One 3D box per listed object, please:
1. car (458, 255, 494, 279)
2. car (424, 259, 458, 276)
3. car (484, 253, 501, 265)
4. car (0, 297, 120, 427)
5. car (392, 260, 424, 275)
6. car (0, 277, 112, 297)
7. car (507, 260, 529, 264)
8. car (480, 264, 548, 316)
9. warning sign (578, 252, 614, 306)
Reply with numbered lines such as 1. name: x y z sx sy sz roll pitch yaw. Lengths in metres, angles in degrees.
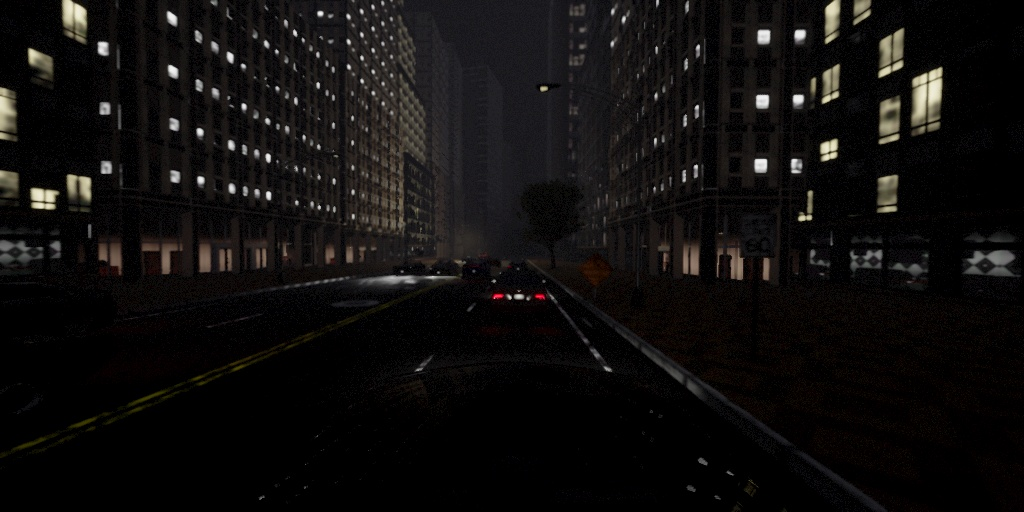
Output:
1. car: -2.778 0.951 28.837 1.882 1.535 5.008 0 0 1
2. car: -6.099 0.967 32.681 2.033 1.411 5.357 0 1 1
3. car: -2.484 0.758 49.077 1.882 1.535 5.008 0 1 1
4. car: -6.609 1.305 2.808 1.895 1.301 4.718 0 1 1
5. car: -9.345 1.001 32.864 1.895 1.301 4.718 0 1 1
6. car: -9.811 1.148 5.977 2.128 1.511 4.902 0 1 1
7. car: 0.519 1.026 31.823 1.994 1.385 4.181 0 1 1
8. car: 0.239 1.191 12.763 2.033 1.411 5.357 0 1 1
9. warning sign: 2.989 0.772 12.952 1.300 1.860 1.060 0 0 1
